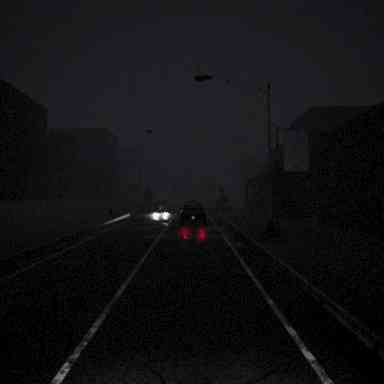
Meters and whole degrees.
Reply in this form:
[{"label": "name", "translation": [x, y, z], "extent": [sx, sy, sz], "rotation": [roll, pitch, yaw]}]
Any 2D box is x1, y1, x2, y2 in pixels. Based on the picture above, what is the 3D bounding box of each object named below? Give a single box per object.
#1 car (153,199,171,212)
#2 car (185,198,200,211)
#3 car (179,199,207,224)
[{"label": "car", "translation": [-3.545, 1.585, 39.506], "extent": [2.128, 1.511, 4.902], "rotation": [0, 0, 0]}, {"label": "car", "translation": [0.078, 1.614, 42.910], "extent": [1.837, 1.490, 4.892], "rotation": [0, 0, 0]}, {"label": "car", "translation": [0.084, 1.534, 25.004], "extent": [2.128, 1.511, 4.902], "rotation": [0, 0, 0]}]
